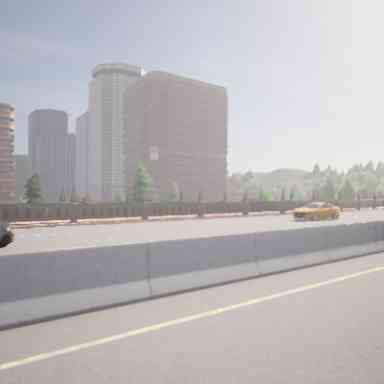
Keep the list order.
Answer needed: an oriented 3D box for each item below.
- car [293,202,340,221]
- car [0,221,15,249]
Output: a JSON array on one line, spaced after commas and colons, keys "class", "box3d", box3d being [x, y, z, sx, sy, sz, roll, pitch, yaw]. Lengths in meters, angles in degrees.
[{"class": "car", "box3d": [10.865, 1.660, 28.945, 5.008, 1.535, 1.882, 0, 0, -35]}, {"class": "car", "box3d": [-8.530, 1.495, 10.805, 4.902, 1.511, 2.128, 0, 0, -36]}]
